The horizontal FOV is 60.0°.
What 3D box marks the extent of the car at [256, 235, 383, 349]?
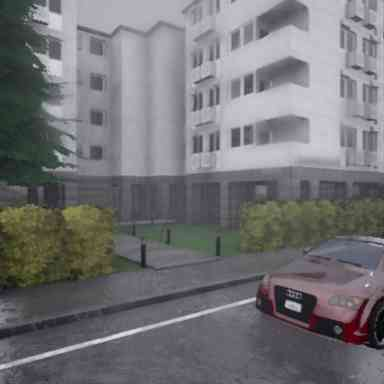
[{"bbox_3d":[3.170,1.557,6.253,4.181,1.385,1.994,0,0,-35],"label":"car"}]
